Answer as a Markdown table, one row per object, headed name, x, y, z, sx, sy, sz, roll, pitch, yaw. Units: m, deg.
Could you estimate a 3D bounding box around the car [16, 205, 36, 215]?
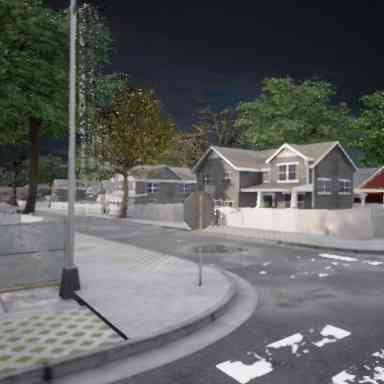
| name | x | y | z | sx | sy | sz | roll | pitch | yaw |
| --- | --- | --- | --- | --- | --- | --- | --- | --- | --- |
| car | -23.000 | 2.472 | 45.992 | 1.994 | 1.385 | 4.181 | 1 | -1 | -36 |
